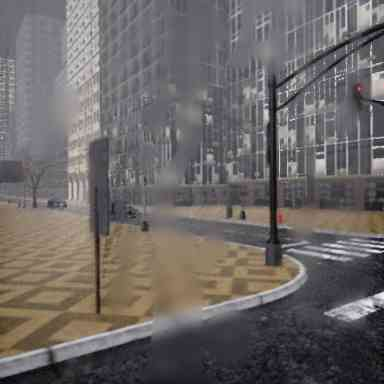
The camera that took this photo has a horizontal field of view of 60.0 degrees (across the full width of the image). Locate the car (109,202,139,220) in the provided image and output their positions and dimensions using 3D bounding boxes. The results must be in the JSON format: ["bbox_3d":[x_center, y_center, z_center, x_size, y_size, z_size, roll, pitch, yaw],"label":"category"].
[{"bbox_3d":[-6.539,1.605,28.996,2.033,1.411,5.357,-1,0,-35],"label":"car"}]

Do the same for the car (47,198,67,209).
[{"bbox_3d":[-18.915,1.578,46.647,2.128,1.511,4.902,-1,0,-35],"label":"car"}]
